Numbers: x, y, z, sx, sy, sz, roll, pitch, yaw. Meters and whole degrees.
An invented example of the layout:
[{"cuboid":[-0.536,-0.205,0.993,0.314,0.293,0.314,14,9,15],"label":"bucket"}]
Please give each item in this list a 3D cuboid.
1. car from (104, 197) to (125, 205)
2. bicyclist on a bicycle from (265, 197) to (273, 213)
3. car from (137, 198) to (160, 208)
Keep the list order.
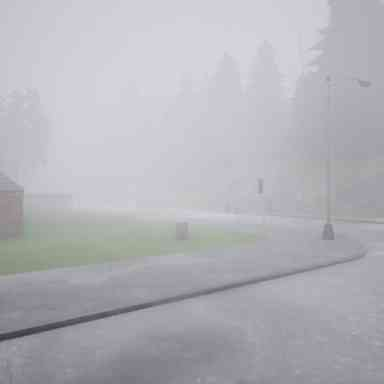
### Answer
[{"cuboid":[-13.313,1.544,57.157,2.033,1.411,5.357,0,0,-35],"label":"car"},{"cuboid":[7.935,1.345,34.654,1.656,1.620,0.582,0,0,-36],"label":"bicyclist on a bicycle"},{"cuboid":[-6.191,1.522,47.234,1.812,1.442,4.674,0,0,-35],"label":"car"}]
